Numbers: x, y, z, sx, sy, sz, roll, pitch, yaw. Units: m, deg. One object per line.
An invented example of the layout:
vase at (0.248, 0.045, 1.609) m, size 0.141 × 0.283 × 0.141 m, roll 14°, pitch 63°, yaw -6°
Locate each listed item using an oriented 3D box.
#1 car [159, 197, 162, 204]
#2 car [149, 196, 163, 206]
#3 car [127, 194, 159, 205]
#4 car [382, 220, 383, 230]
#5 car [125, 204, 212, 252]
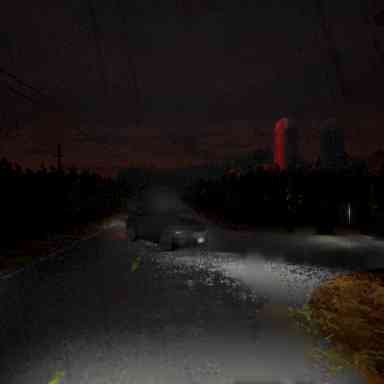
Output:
car at (-5.325, 1.504, 44.881) m, size 2.128 × 1.511 × 4.902 m, roll 0°, pitch 0°, yaw -4°
car at (-6.087, 1.507, 57.151) m, size 2.128 × 1.511 × 4.902 m, roll 0°, pitch 0°, yaw -3°
car at (-4.318, 1.227, 29.108) m, size 2.150 × 2.045 × 5.566 m, roll 0°, pitch 0°, yaw -4°
car at (12.072, 1.220, 15.630) m, size 5.566 × 2.045 × 2.150 m, roll 0°, pitch 0°, yaw -2°
car at (-1.152, 1.497, 14.069) m, size 2.128 × 1.511 × 4.902 m, roll -1°, pitch 0°, yaw -37°
